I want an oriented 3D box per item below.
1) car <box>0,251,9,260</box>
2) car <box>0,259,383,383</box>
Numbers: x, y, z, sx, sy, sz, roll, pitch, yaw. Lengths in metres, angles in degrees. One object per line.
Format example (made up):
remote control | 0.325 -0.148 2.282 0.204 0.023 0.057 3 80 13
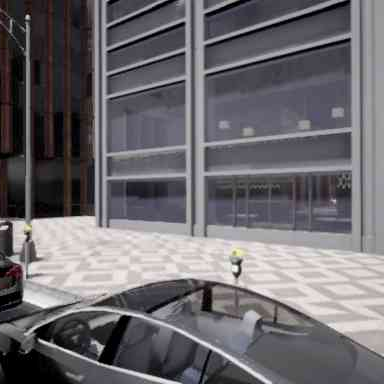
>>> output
car | -5.001 1.569 6.531 4.313 1.339 1.947 0 0 35
car | -0.411 1.567 3.259 4.313 1.339 1.947 0 0 35
